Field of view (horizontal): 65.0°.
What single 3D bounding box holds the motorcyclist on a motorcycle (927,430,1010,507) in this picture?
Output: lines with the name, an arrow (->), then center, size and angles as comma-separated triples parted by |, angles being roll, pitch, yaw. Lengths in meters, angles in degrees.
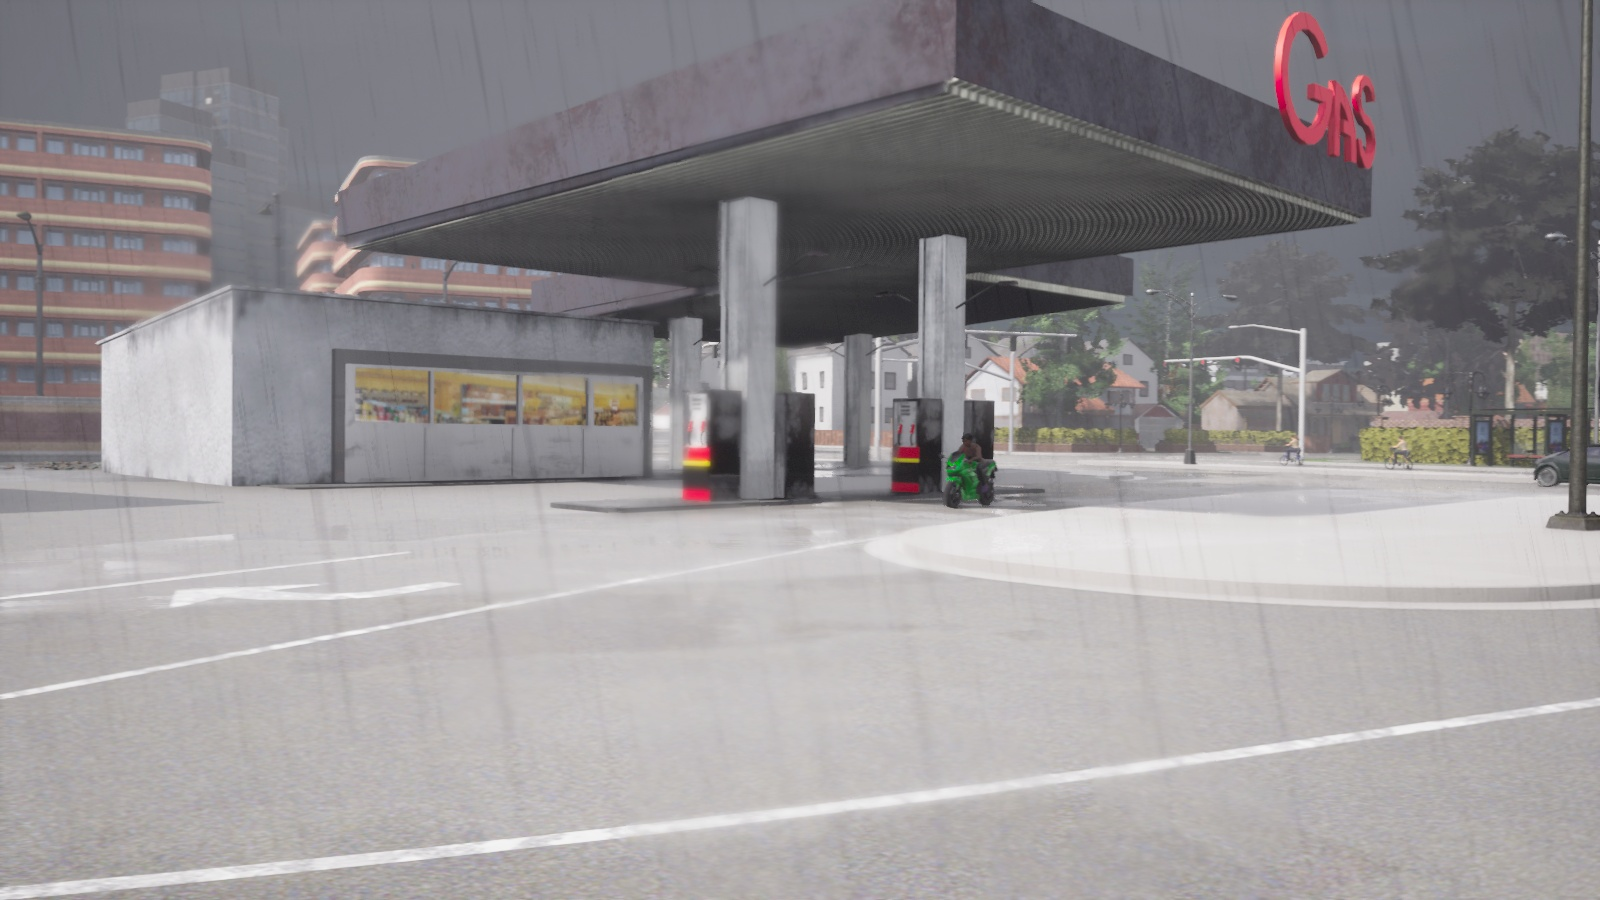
motorcyclist on a motorcycle -> 3.486, 0.350, 25.843 | 0.797, 1.523, 2.044 | 0, 1, 37

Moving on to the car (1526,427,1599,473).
car -> 25.196, -0.011, 39.007 | 1.994, 1.385, 4.181 | -1, 1, -27

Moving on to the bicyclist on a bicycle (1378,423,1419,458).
bicyclist on a bicycle -> 28.042, -0.471, 58.875 | 0.866, 1.612, 1.509 | -1, 1, -27
